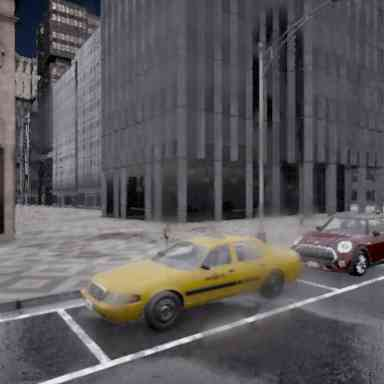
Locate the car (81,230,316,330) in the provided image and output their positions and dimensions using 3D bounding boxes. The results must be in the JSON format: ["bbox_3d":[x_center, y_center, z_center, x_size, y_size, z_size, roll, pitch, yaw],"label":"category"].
[{"bbox_3d":[0.282,1.515,6.851,4.829,1.417,1.752,0,0,-36],"label":"car"}]

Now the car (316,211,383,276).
[{"bbox_3d":[4.887,1.415,10.138,4.097,1.590,1.967,0,0,-36],"label":"car"}]
